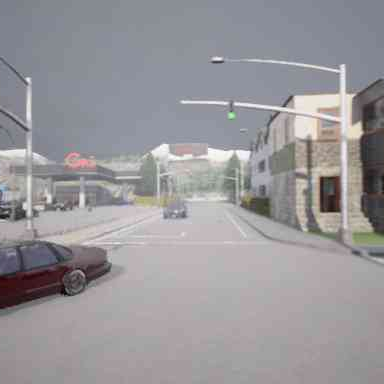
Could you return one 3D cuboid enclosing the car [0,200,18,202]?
[{"bbox_3d":[-23.352,1.950,43.228,1.932,1.855,4.605,-1,-1,3],"label":"car"}]

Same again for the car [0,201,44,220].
[{"bbox_3d":[-16.960,1.983,32.856,2.007,1.523,4.514,-1,-1,3],"label":"car"}]

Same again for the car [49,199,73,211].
[{"bbox_3d":[-19.646,1.966,50.907,1.905,1.878,3.866,-1,-1,3],"label":"car"}]

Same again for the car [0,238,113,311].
[{"bbox_3d":[-4.220,1.786,7.203,2.033,1.411,5.357,0,0,34],"label":"car"}]

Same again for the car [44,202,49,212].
[{"bbox_3d":[-22.929,2.291,51.694,1.970,1.475,3.806,-1,-1,3],"label":"car"}]

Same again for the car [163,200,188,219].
[{"bbox_3d":[-1.541,1.637,32.412,2.097,1.767,4.553,-1,-1,3],"label":"car"}]

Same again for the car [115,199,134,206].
[{"bbox_3d":[-17.258,2.675,84.823,4.611,1.667,2.242,-1,-1,3],"label":"car"}]
